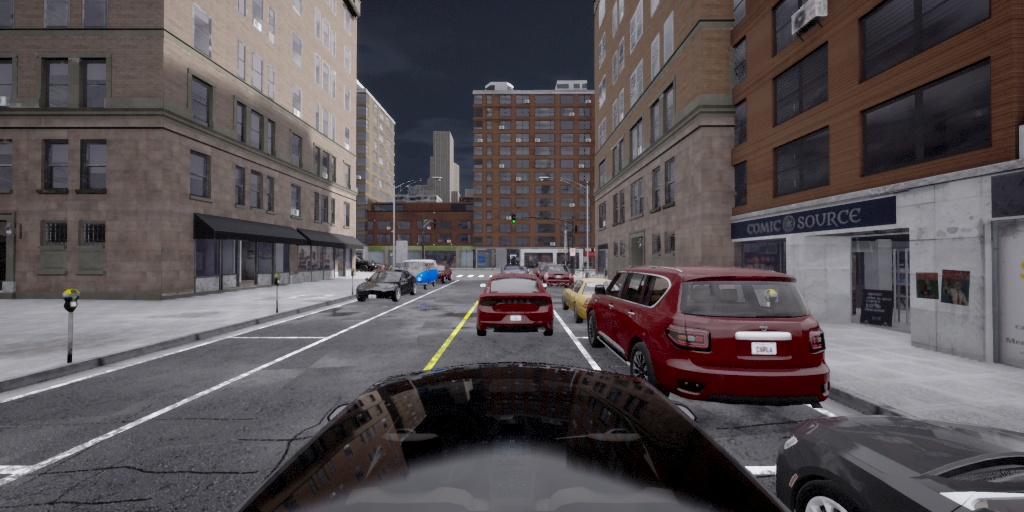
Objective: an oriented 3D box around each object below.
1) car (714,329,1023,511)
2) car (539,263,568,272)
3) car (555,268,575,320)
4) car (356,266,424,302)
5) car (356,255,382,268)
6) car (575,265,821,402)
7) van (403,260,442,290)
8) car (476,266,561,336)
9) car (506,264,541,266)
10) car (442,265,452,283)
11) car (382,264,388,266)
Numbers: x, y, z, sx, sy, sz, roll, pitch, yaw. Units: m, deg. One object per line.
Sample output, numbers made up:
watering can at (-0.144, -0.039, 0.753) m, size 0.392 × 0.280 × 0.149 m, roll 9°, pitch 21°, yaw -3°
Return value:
car at (2.668, 1.300, 0.721) m, size 2.007 × 1.370 × 4.403 m, roll 0°, pitch 0°, yaw 0°
car at (2.690, 1.213, 22.650) m, size 1.967 × 1.591 × 4.097 m, roll 0°, pitch 0°, yaw 0°
car at (2.679, 1.284, 11.855) m, size 1.751 × 1.417 × 4.829 m, roll 0°, pitch 0°, yaw 0°
car at (-5.841, 1.331, 17.178) m, size 1.948 × 1.339 × 4.313 m, roll 0°, pitch 0°, yaw 0°
car at (-18.352, 0.842, 41.071) m, size 5.566 × 2.045 × 2.150 m, roll 0°, pitch -1°, yaw 0°
car at (2.674, 1.068, 6.202) m, size 2.192 × 1.841 × 5.009 m, roll 0°, pitch 0°, yaw 0°
van at (-5.835, 1.114, 22.661) m, size 1.690 × 1.789 × 3.998 m, roll 0°, pitch 0°, yaw 0°
car at (0.056, 1.235, 10.487) m, size 1.882 × 1.535 × 5.008 m, roll 0°, pitch 0°, yaw -1°
car at (0.115, 1.259, 18.027) m, size 2.128 × 1.511 × 4.902 m, roll 0°, pitch 0°, yaw 0°
car at (-5.829, 1.326, 28.143) m, size 1.888 × 1.381 × 4.507 m, roll 0°, pitch 0°, yaw 0°
car at (-17.439, 1.226, 44.309) m, size 4.181 × 1.385 × 1.994 m, roll 0°, pitch -1°, yaw 0°
